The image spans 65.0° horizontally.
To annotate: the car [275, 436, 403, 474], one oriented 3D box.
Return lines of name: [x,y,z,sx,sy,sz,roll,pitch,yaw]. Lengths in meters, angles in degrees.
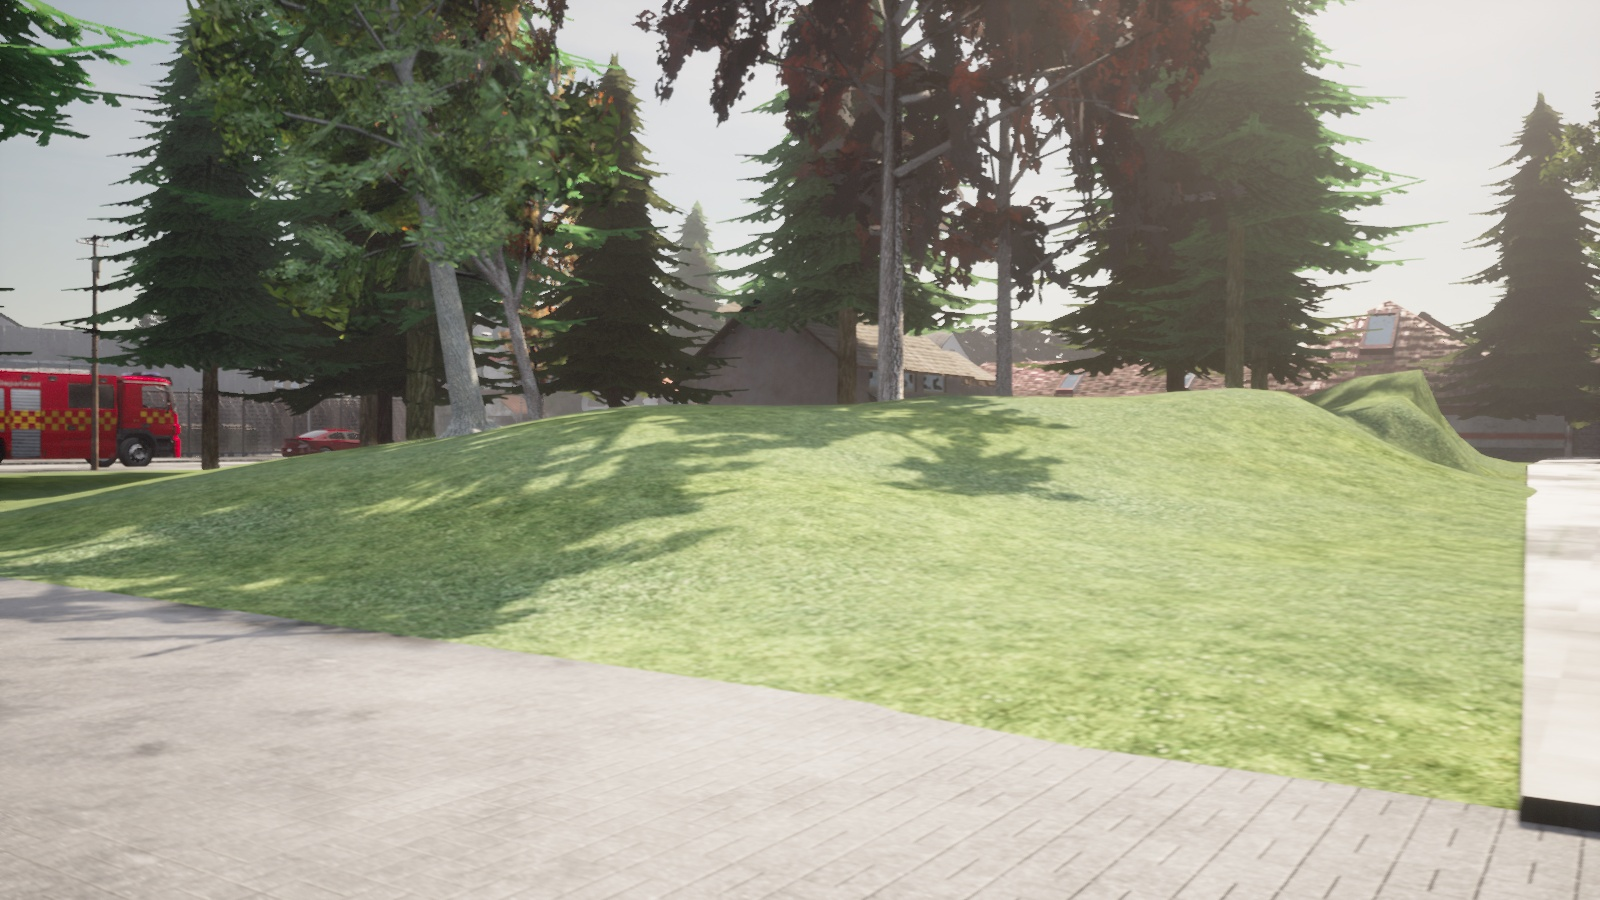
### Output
car: [-19.717,0.193,53.921,1.882,1.535,5.008,0,1,33]

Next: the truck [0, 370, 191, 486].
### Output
truck: [-26.260,-0.756,44.068,2.891,3.827,8.468,0,1,34]
